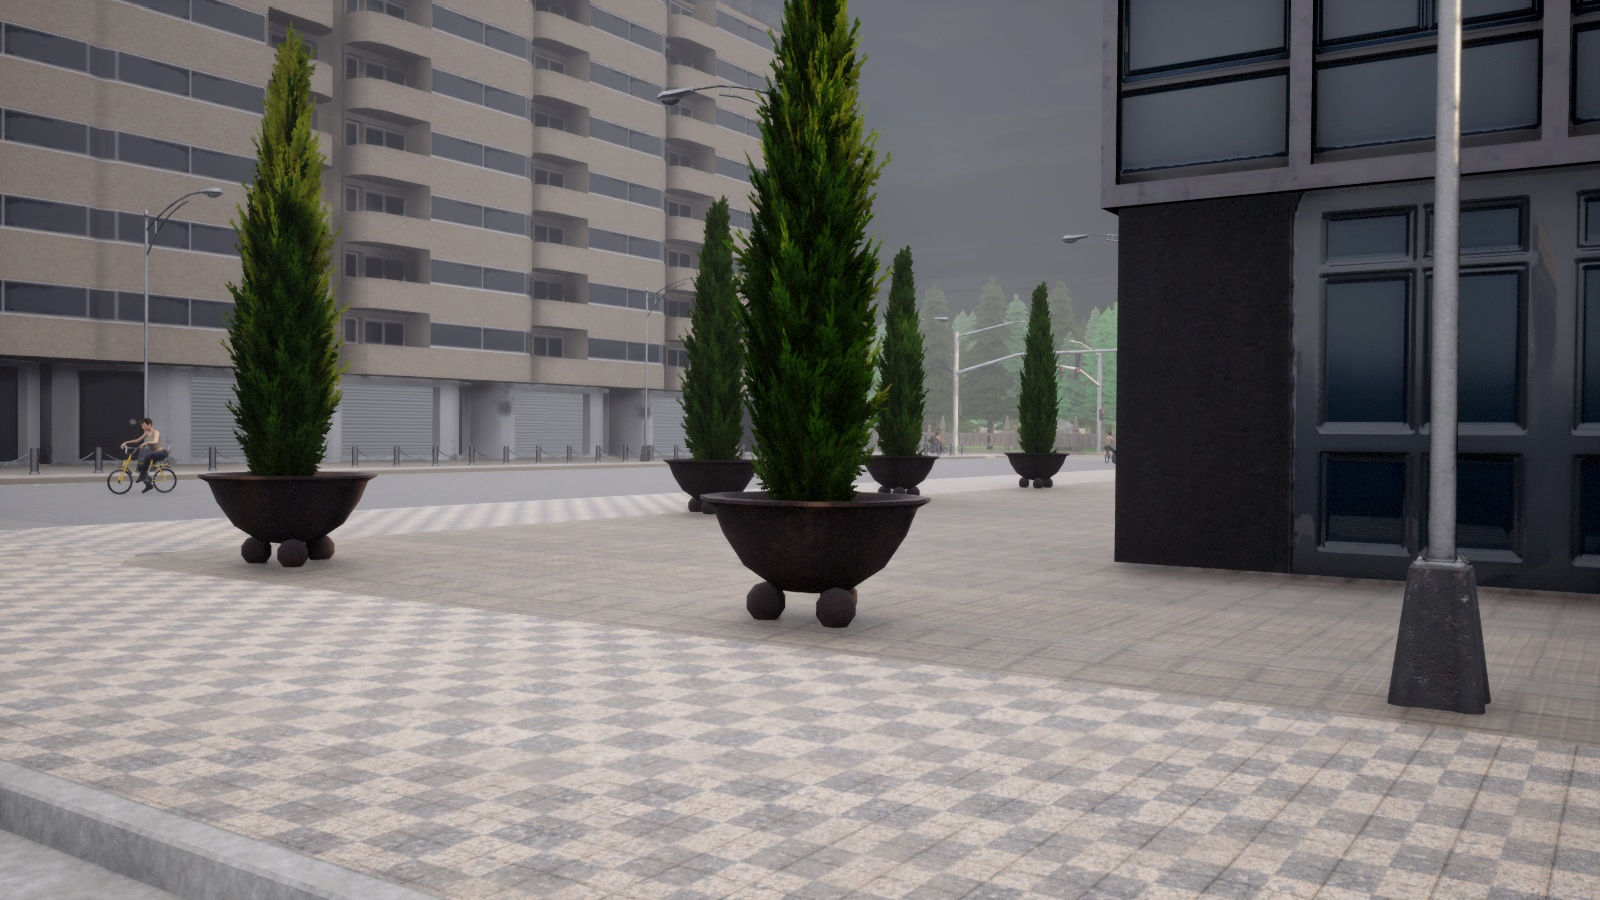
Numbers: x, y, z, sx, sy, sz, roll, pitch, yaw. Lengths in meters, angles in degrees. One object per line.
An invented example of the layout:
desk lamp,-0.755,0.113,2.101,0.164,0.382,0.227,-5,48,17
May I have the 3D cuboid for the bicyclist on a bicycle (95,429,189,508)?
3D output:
bicyclist on a bicycle,-13.916,0.375,26.601,0.866,1.612,1.509,0,1,34
